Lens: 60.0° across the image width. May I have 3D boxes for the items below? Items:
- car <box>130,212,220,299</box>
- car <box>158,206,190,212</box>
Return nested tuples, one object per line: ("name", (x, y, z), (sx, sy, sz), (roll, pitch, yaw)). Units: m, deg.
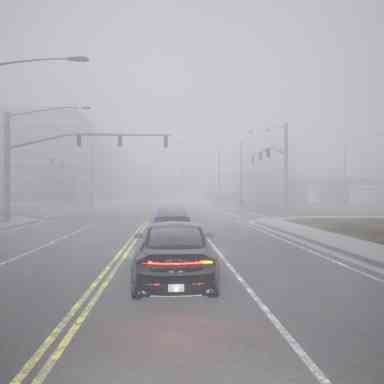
("car", (-0.445, 1.505, 8.484), (1.837, 1.490, 4.892), (0, 0, -4))
("car", (-1.086, 1.478, 17.956), (1.882, 1.535, 5.008), (0, 0, -4))
